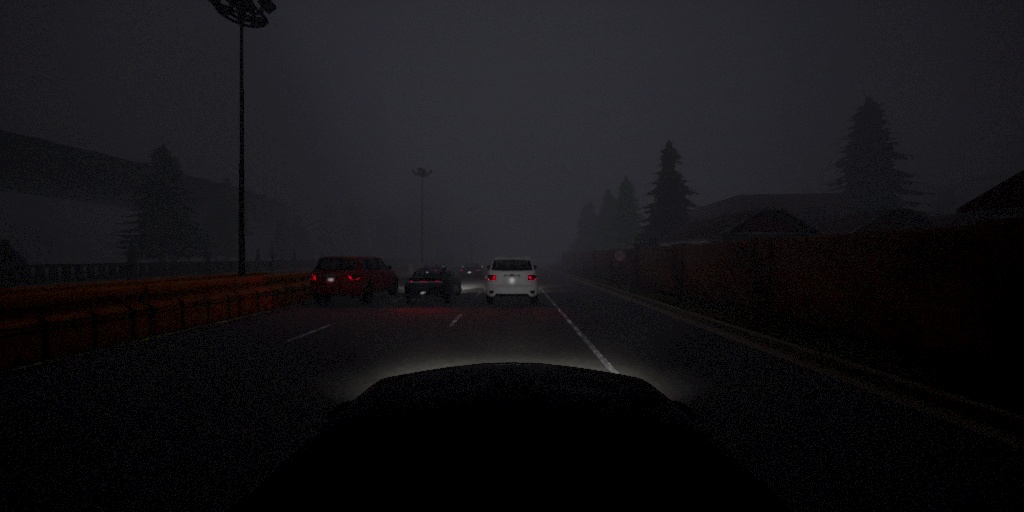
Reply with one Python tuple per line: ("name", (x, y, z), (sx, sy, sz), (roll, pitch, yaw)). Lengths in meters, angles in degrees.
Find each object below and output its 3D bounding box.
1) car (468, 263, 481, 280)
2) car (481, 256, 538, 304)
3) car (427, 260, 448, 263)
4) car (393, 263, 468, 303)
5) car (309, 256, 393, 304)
("car", (-3.500, 1.320, 31.500), (1.994, 1.385, 4.181), (0, 0, 0))
("car", (0.000, 1.005, 16.530), (2.150, 2.045, 5.566), (0, 0, 0))
("car", (-7.000, 1.320, 31.500), (1.994, 1.385, 4.181), (0, 0, 0))
("car", (-3.500, 1.242, 16.500), (2.128, 1.511, 4.902), (0, 0, 0))
("car", (-7.000, 1.005, 16.530), (2.150, 2.045, 5.566), (0, 0, 0))
